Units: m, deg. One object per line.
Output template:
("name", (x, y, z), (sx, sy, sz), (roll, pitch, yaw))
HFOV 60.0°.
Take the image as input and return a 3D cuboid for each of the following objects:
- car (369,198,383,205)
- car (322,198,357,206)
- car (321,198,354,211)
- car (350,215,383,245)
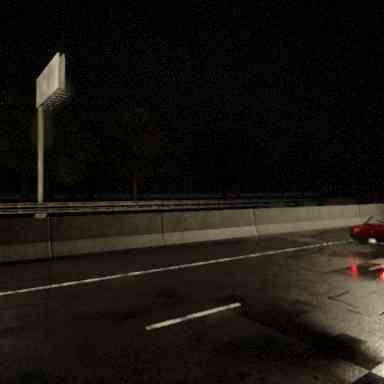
("car", (21.280, 1.424, 36.584), (4.553, 1.767, 2.097), (0, 0, -36))
("car", (16.712, 1.549, 37.598), (5.008, 1.535, 1.882), (0, 0, -36))
("car", (19.145, 1.576, 43.681), (4.892, 1.490, 1.837), (0, 0, -36))
("car", (8.965, 1.643, 14.485), (4.718, 1.301, 1.895), (0, 0, -36))
